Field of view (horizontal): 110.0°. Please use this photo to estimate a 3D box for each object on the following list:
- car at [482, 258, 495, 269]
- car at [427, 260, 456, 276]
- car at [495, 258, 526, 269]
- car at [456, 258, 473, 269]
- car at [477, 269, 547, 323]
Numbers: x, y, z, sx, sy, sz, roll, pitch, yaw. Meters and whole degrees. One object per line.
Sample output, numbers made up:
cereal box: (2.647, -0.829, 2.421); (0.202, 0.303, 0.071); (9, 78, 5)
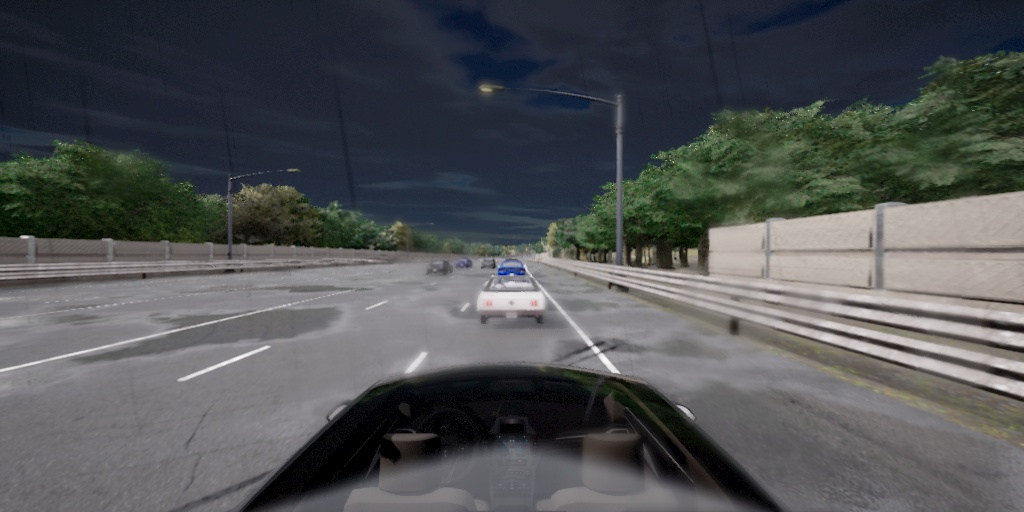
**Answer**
car: (-3.141, 0.988, 50.463); (2.128, 1.511, 4.902); (0, 0, 2)
car: (-6.967, 1.097, 34.794); (1.812, 1.442, 4.674); (0, 0, 1)
car: (-0.008, 1.068, 25.240); (1.882, 1.535, 5.008); (0, 0, 0)
car: (-6.640, 1.042, 50.539); (1.812, 1.442, 4.674); (0, 0, 2)
car: (-0.002, 1.280, 11.744); (1.895, 1.301, 4.718); (0, 0, 0)
